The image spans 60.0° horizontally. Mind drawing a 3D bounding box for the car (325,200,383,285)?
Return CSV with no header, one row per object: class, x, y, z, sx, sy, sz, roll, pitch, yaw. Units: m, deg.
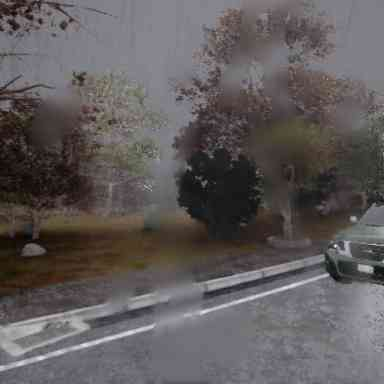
car,5.673,1.220,8.633,5.566,2.045,2.150,0,0,-40
